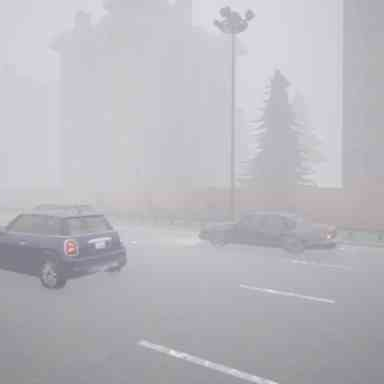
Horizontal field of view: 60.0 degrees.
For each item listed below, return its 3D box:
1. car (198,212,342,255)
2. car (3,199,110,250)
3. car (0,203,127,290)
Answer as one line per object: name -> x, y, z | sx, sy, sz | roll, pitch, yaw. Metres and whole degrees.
car -> 2.913, 1.507, 13.066 | 5.357, 1.411, 2.033 | 1, 0, 32
car -> -5.975, 1.250, 14.527 | 4.553, 1.767, 2.097 | 1, 0, 32
car -> -4.005, 1.286, 9.150 | 4.553, 1.767, 2.097 | 1, 0, 32
